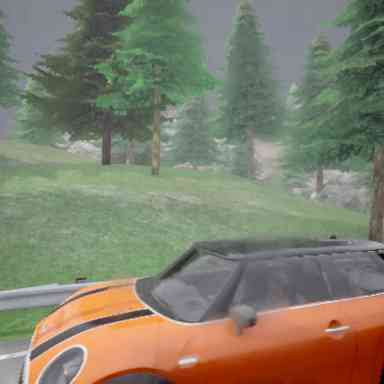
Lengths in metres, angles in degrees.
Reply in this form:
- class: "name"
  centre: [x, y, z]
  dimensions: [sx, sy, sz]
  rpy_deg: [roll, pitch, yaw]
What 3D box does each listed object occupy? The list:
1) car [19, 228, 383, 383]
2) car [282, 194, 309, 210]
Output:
- class: "car"
  centre: [0.517, 1.352, 3.876]
  dimensions: [4.553, 1.767, 2.097]
  rpy_deg: [0, 0, -20]
- class: "car"
  centre: [13.233, 1.237, 43.293]
  dimensions: [2.150, 2.045, 5.566]
  rpy_deg: [0, 0, -22]
